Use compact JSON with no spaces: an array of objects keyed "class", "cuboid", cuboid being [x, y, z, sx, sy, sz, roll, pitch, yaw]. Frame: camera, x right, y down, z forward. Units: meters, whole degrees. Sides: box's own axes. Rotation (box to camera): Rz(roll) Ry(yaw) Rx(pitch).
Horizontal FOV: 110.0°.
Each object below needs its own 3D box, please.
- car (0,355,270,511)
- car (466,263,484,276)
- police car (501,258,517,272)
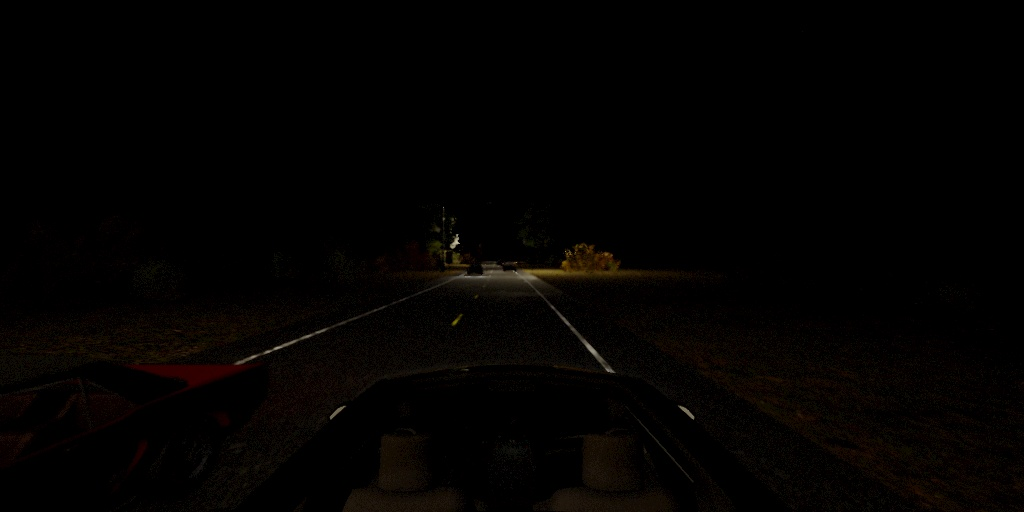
[{"class":"car","cuboid":[-3.607,1.356,1.706,1.895,1.301,4.718,0,-1,0]},{"class":"car","cuboid":[-4.445,1.630,43.773,1.812,1.442,4.674,0,-1,-2]},{"class":"police car","cuboid":[-0.335,1.611,56.092,1.930,1.638,5.238,0,0,-2]}]
